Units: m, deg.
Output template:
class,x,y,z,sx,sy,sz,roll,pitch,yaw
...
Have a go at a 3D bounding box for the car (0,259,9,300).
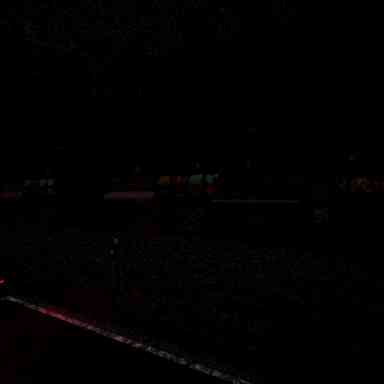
class,x,y,z,sx,sy,sz,roll,pitch,yaw
car,-5.588,1.529,6.878,4.674,1.442,1.812,0,0,35
